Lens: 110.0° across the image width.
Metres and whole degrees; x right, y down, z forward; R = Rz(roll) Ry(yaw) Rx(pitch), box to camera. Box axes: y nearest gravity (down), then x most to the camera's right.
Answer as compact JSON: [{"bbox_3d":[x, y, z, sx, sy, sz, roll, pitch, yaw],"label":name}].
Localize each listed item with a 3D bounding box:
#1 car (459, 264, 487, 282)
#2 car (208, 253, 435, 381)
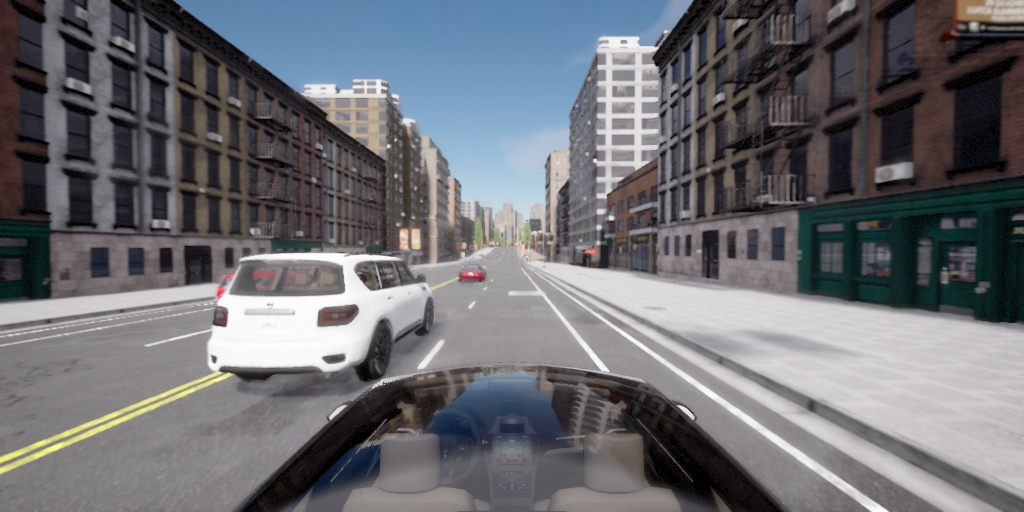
[{"bbox_3d":[-3.167,1.326,29.405,1.994,1.385,4.181,0,0,0],"label":"car"},{"bbox_3d":[-3.155,0.972,7.343,2.150,2.045,5.566,0,0,0],"label":"car"}]
